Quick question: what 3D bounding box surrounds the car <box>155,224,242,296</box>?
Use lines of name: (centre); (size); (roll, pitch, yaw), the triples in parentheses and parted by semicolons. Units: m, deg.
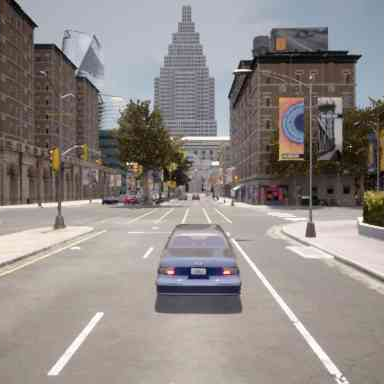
car: (0.166, 1.547, 8.803); (2.033, 1.411, 5.357); (0, 0, 1)

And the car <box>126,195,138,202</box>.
car: (-14.067, 1.478, 78.741); (1.882, 1.535, 5.008); (0, 0, 1)

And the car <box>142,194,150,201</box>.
car: (-10.678, 1.500, 69.514); (1.837, 1.490, 4.892); (0, 0, 1)

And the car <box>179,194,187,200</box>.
car: (-2.436, 1.540, 89.523); (2.033, 1.411, 5.357); (0, 0, 1)

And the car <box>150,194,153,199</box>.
car: (-10.558, 1.355, 79.503); (2.097, 1.767, 4.553); (0, 0, 1)

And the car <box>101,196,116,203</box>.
car: (-17.426, 1.595, 69.687); (1.895, 1.301, 4.718); (0, 0, 1)

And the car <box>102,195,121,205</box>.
car: (-14.384, 1.601, 58.535); (1.895, 1.301, 4.718); (0, 0, 1)

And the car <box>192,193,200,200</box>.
car: (1.069, 1.350, 89.882); (2.097, 1.767, 4.553); (0, 0, 1)

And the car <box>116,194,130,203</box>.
car: (-14.189, 1.355, 68.642); (2.097, 1.767, 4.553); (0, 0, 1)

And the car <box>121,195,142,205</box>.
car: (-10.866, 1.477, 59.719); (1.882, 1.535, 5.008); (0, 0, 1)
